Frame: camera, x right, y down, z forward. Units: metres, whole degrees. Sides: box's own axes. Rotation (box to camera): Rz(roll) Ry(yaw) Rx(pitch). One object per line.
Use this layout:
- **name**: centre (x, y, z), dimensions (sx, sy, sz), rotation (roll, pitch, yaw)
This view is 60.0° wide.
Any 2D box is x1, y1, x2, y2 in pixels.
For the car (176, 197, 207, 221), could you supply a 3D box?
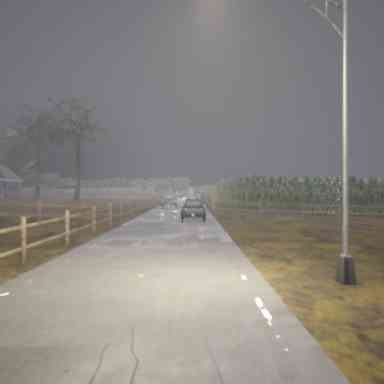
- **car**: centre (0.092, 1.385, 25.641), dimensions (2.128, 1.511, 4.902), rotation (0, 1, 0)

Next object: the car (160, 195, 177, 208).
- **car**: centre (-2.761, 1.092, 41.238), dimensions (1.812, 1.442, 4.674), rotation (0, 0, 0)
